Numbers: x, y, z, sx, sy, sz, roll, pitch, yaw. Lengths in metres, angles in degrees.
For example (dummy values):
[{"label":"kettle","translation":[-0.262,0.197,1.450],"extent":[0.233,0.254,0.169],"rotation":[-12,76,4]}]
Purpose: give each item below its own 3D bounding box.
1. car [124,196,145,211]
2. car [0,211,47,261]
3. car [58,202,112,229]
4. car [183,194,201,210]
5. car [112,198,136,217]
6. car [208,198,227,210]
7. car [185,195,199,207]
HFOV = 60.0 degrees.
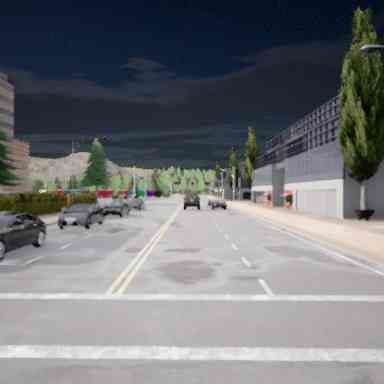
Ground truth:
[{"label":"car","translation":[-7.050,1.555,41.755],"extent":[1.837,1.490,4.892],"rotation":[0,0,0]},{"label":"car","translation":[-7.119,1.519,12.322],"extent":[1.837,1.490,4.892],"rotation":[0,0,1]},{"label":"car","translation":[-7.093,1.518,21.774],"extent":[2.128,1.511,4.902],"rotation":[0,0,0]},{"label":"car","translation":[-0.006,1.274,43.466],"extent":[2.150,2.045,5.566],"rotation":[0,0,0]},{"label":"car","translation":[-7.089,1.585,31.637],"extent":[2.033,1.411,5.357],"rotation":[0,0,1]},{"label":"car","translation":[3.494,1.654,43.840],"extent":[1.895,1.301,4.718],"rotation":[0,0,0]},{"label":"car","translation":[-0.007,1.417,54.088],"extent":[2.097,1.767,4.553],"rotation":[0,0,0]}]
